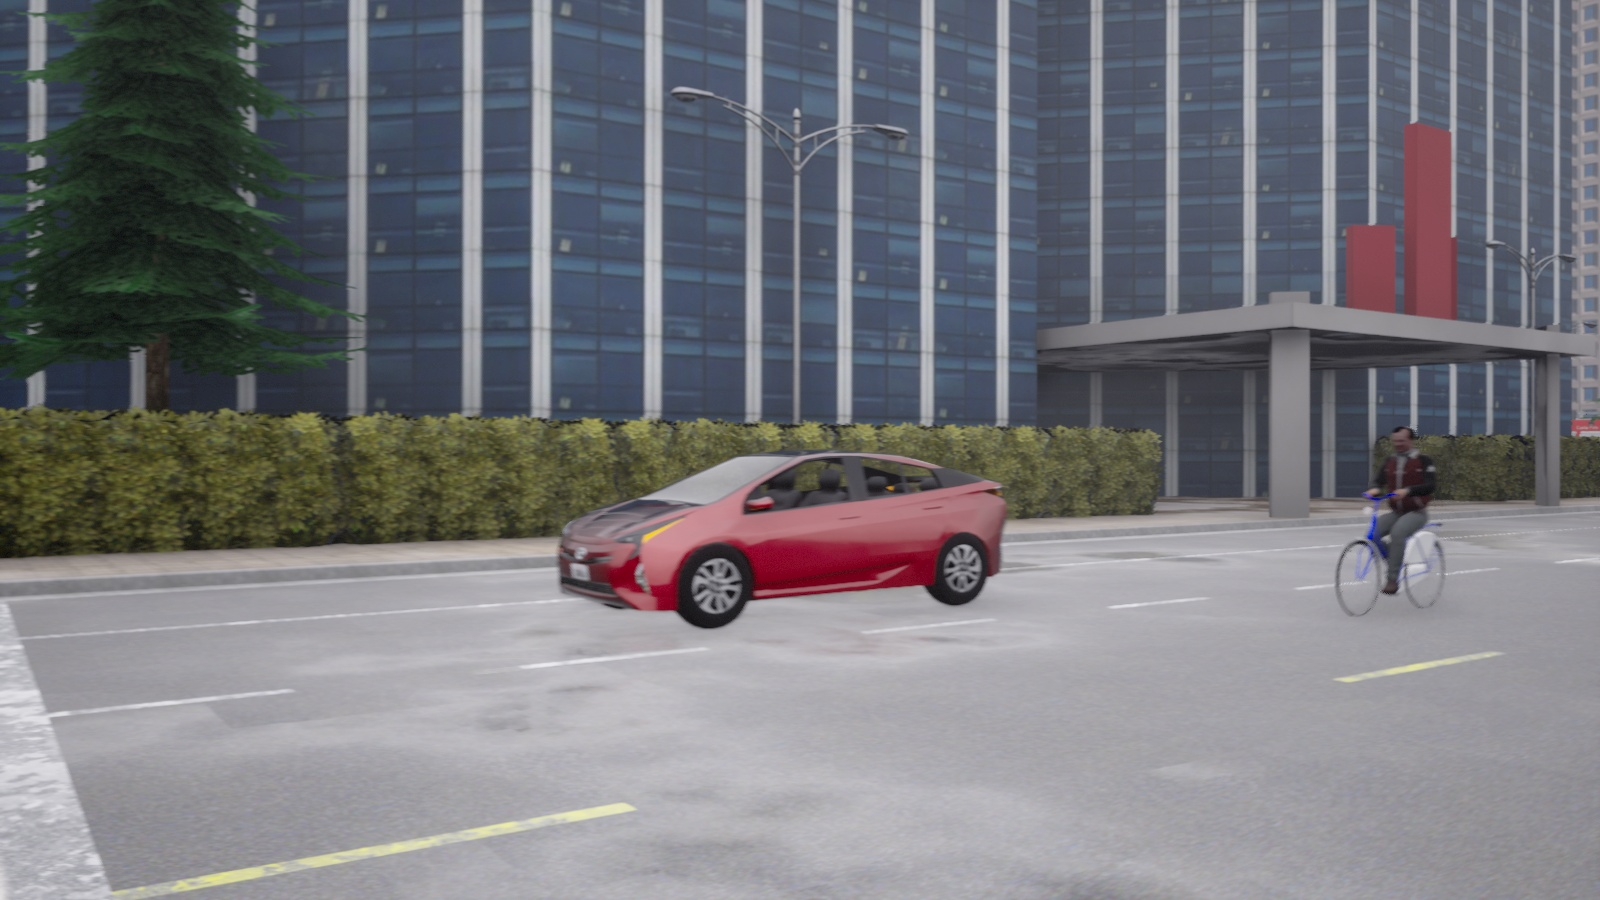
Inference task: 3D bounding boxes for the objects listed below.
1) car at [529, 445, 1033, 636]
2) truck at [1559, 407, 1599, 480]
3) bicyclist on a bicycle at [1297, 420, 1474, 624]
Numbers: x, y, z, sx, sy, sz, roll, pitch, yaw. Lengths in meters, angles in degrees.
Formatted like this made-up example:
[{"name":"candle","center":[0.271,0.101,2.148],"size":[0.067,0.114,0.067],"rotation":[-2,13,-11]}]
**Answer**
[{"name":"car","center":[-0.089,0.722,12.125],"size":[4.514,1.525,2.007],"rotation":[0,0,-35]},{"name":"truck","center":[44.457,-0.355,64.940],"size":[2.891,3.827,8.468],"rotation":[0,0,-34]},{"name":"bicyclist on a bicycle","center":[5.493,0.633,11.747],"size":[1.843,1.776,0.659],"rotation":[0,0,-35]}]
